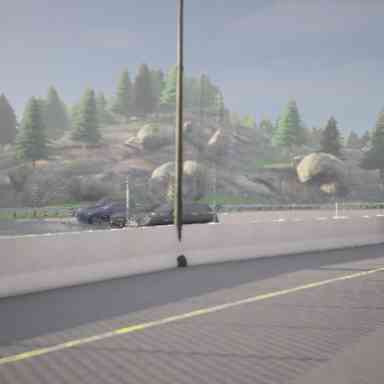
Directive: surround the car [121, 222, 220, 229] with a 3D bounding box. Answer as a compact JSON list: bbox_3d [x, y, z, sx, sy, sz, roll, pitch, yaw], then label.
[{"bbox_3d":[-0.871,1.267,15.996,4.553,1.767,2.097,1,0,-33],"label":"car"}]
